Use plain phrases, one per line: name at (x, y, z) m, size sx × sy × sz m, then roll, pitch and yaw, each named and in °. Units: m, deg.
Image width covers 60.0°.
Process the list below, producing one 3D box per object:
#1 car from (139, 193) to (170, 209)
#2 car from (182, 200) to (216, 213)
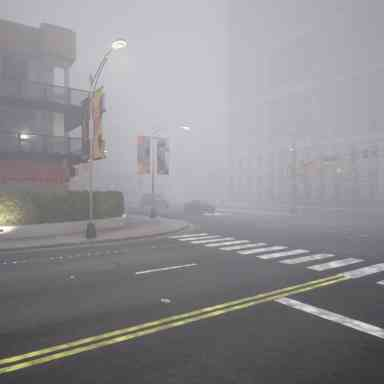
car at (-5.203, 1.221, 45.335) m, size 2.150 × 2.045 × 5.566 m, roll 0°, pitch 0°, yaw -35°
car at (0.733, 1.564, 36.698) m, size 1.994 × 1.385 × 4.181 m, roll 0°, pitch 0°, yaw -35°
